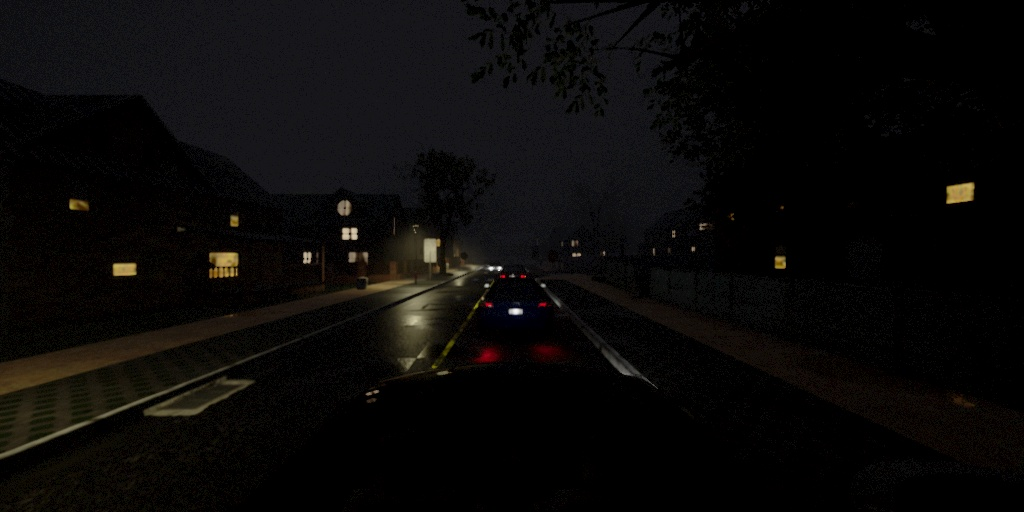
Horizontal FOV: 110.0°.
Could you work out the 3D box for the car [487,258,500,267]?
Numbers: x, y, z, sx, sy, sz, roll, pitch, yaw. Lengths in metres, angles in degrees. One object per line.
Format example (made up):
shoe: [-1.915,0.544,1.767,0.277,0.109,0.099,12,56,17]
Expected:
car: [-2.850,1.192,61.717,1.895,1.301,4.718,0,0,0]

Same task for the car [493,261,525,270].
car: [0.117,1.251,23.204,2.033,1.411,5.357,0,0,1]

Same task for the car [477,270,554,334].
car: [0.095,1.297,10.577,1.994,1.385,4.181,0,0,0]
